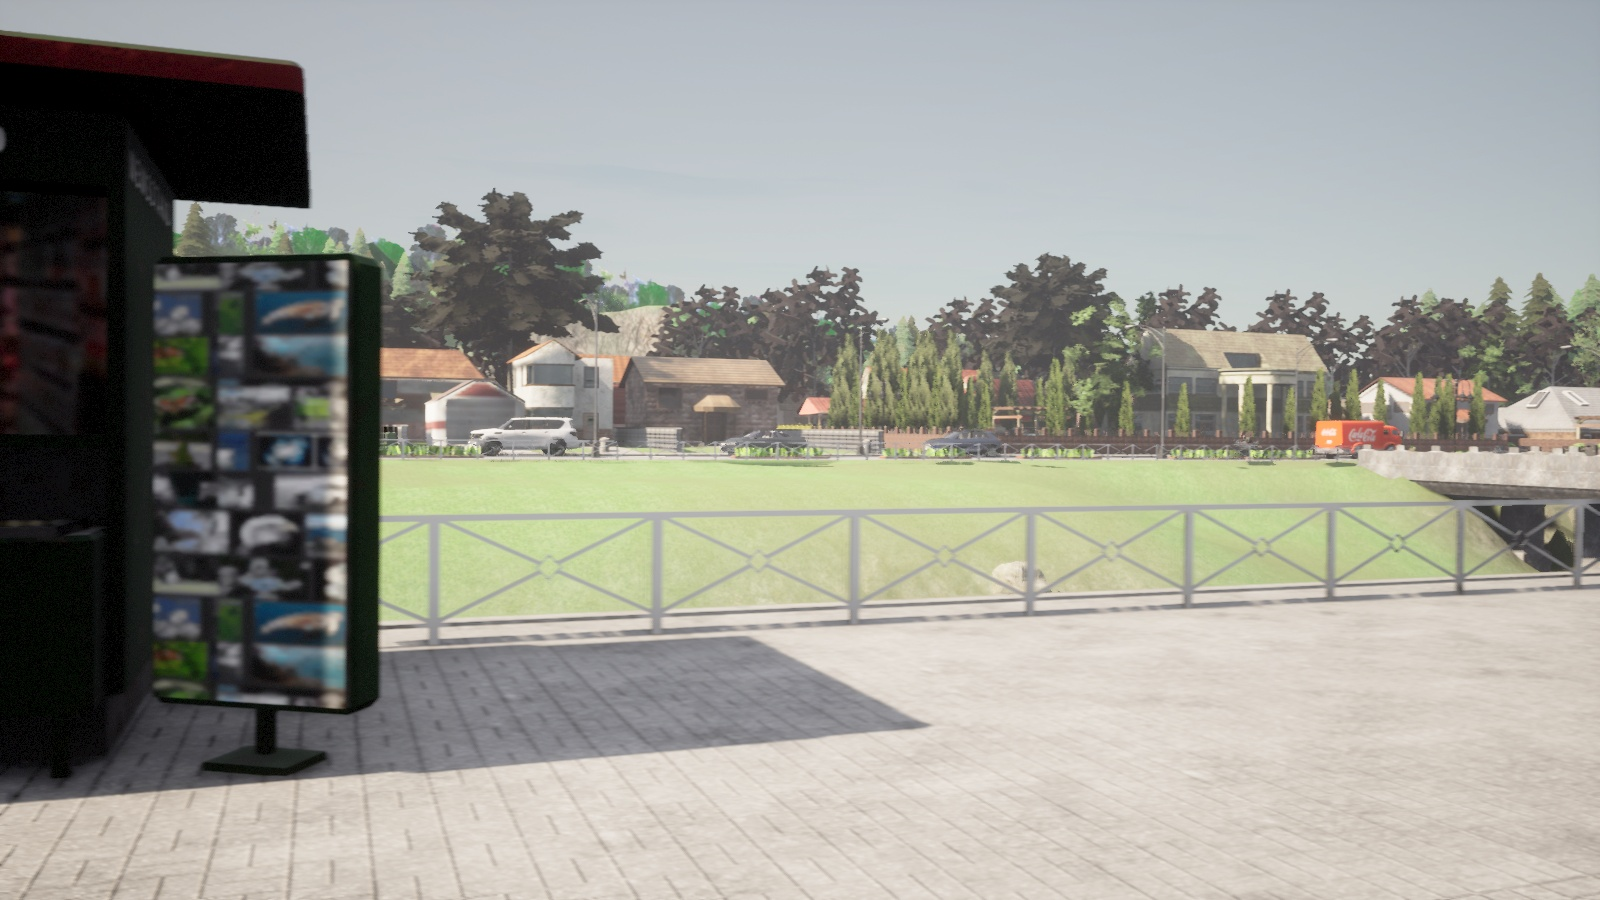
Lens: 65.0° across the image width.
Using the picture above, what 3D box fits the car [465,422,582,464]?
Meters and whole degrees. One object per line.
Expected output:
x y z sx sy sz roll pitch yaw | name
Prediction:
-14.187 -0.377 64.378 5.566 2.045 2.150 -1 1 -21 | car

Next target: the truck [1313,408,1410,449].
35.263 -1.353 78.858 5.204 2.467 2.627 -1 1 -21 | truck

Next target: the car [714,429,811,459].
-2.047 -0.346 68.987 4.902 1.511 2.128 -1 1 -21 | car

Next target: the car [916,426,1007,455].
9.443 -0.568 73.346 4.856 1.649 2.033 -1 1 -21 | car

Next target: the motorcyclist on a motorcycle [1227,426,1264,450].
28.576 -0.788 80.606 2.191 1.530 0.866 -1 1 -21 | motorcyclist on a motorcycle
